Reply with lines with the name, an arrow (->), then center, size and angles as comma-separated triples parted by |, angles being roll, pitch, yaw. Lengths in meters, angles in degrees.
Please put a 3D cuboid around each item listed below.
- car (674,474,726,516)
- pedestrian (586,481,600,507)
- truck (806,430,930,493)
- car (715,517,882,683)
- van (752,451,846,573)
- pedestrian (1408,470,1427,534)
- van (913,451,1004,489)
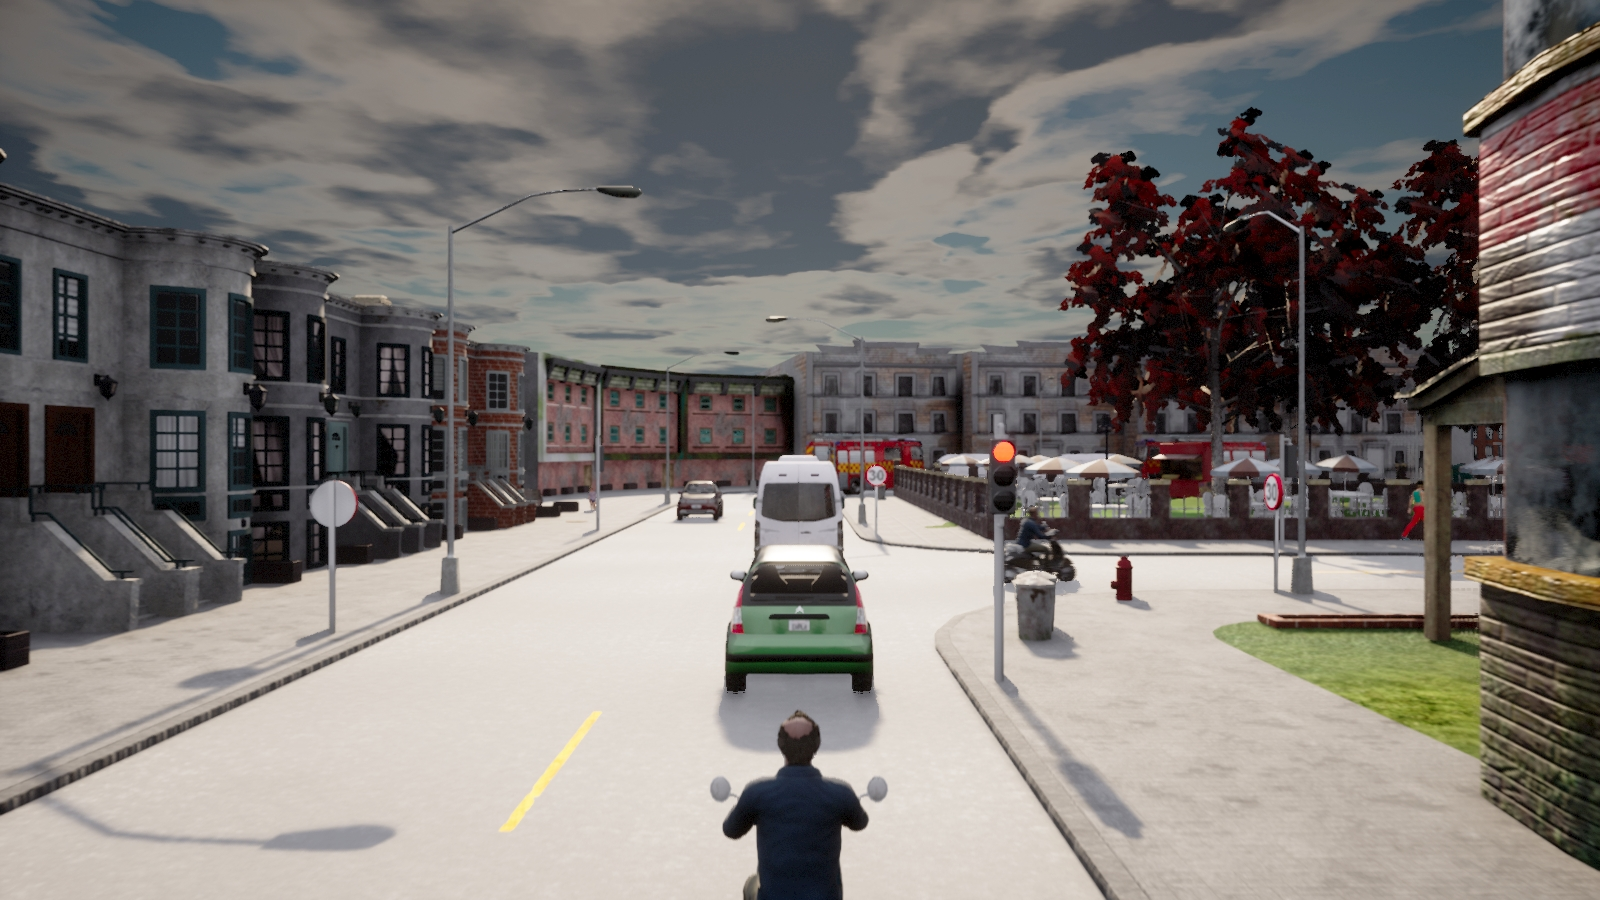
car -> -4.057, 1.811, 46.715 | 1.789, 1.549, 3.705 | 0, 0, 0
pedestrian -> -9.063, 1.911, 49.993 | 0.500, 1.100, 0.500 | 0, 0, 0
truck -> 4.450, 0.680, 73.279 | 8.468, 3.827, 2.891 | 0, 0, -43
car -> -0.015, 1.781, 14.668 | 1.851, 1.617, 3.988 | 0, 0, 0
van -> -0.035, 1.317, 27.098 | 1.988, 2.561, 5.915 | 0, 0, 0
pedestrian -> 18.160, 1.520, 33.596 | 0.375, 1.860, 0.375 | 0, 0, 0
van -> 10.714, 1.323, 77.465 | 5.915, 2.561, 1.988 | 0, 0, 0
